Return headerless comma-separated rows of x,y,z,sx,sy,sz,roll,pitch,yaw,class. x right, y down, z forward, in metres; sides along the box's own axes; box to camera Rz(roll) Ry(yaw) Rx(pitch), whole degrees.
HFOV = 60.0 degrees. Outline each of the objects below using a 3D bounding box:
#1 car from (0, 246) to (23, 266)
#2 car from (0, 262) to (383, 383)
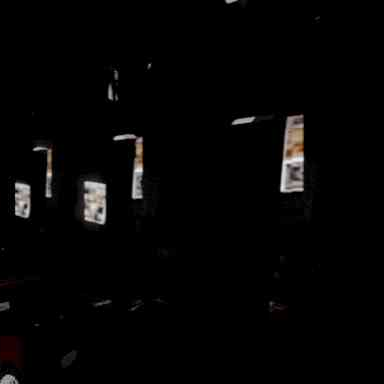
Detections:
-4.572,1.534,6.134,4.507,1.381,1.887,0,0,35,car
0.037,1.542,2.848,4.507,1.381,1.887,0,0,35,car
